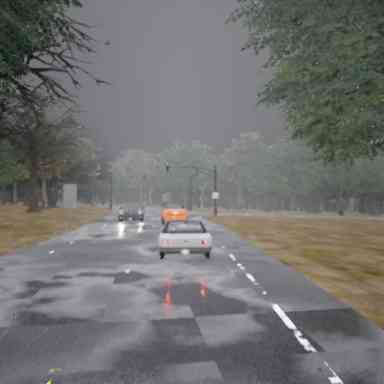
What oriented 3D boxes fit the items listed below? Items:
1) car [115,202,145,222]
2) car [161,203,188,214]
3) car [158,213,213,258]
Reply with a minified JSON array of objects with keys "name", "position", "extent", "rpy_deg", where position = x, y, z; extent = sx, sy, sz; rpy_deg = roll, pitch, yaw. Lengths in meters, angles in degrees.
[{"name":"car","position":[-5.260,1.674,29.415],"extent":[2.097,1.767,4.553],"rpy_deg":[0,-1,-6]},{"name":"car","position":[-1.495,1.660,27.672],"extent":[2.097,1.767,4.553],"rpy_deg":[0,0,-6]},{"name":"car","position":[-0.323,1.744,13.377],"extent":[1.895,1.301,4.718],"rpy_deg":[0,-1,-3]}]
